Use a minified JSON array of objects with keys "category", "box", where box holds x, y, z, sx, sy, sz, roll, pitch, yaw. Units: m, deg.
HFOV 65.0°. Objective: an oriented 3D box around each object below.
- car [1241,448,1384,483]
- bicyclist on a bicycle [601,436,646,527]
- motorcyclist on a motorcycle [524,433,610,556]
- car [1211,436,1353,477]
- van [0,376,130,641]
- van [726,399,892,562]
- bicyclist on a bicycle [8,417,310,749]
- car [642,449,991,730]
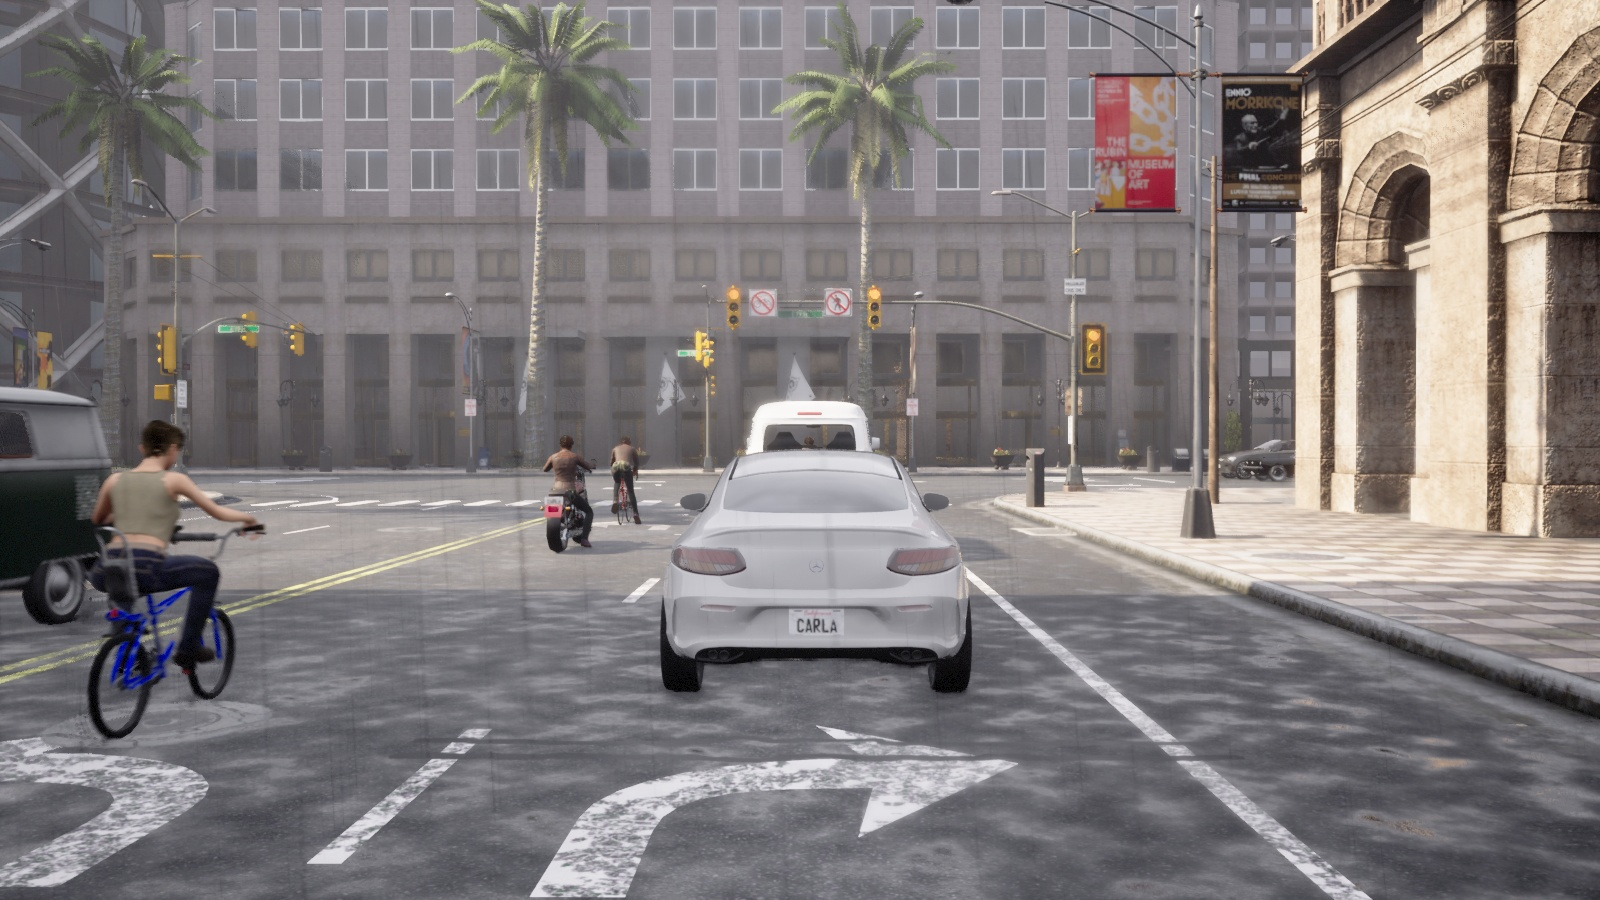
[{"category":"car","box":[19.545,0.591,48.045,4.718,1.301,1.895,0,0,1]},{"category":"bicyclist on a bicycle","box":[-3.256,0.565,23.313,0.582,1.620,1.656,0,0,1]},{"category":"motorcyclist on a motorcycle","box":[-3.299,0.593,17.982,0.766,1.649,2.350,0,0,1]},{"category":"car","box":[19.711,0.250,51.521,5.027,1.651,2.152,0,0,1]},{"category":"van","box":[-6.894,0.443,9.002,1.775,1.987,4.442,0,0,1]},{"category":"van","box":[0.170,0.369,17.908,2.069,2.038,4.480,0,0,1]},{"category":"bicyclist on a bicycle","box":[-3.411,0.641,6.861,0.866,1.612,1.509,0,0,0]},{"category":"car","box":[0.104,0.722,8.867,1.812,1.442,4.674,0,0,0]}]
